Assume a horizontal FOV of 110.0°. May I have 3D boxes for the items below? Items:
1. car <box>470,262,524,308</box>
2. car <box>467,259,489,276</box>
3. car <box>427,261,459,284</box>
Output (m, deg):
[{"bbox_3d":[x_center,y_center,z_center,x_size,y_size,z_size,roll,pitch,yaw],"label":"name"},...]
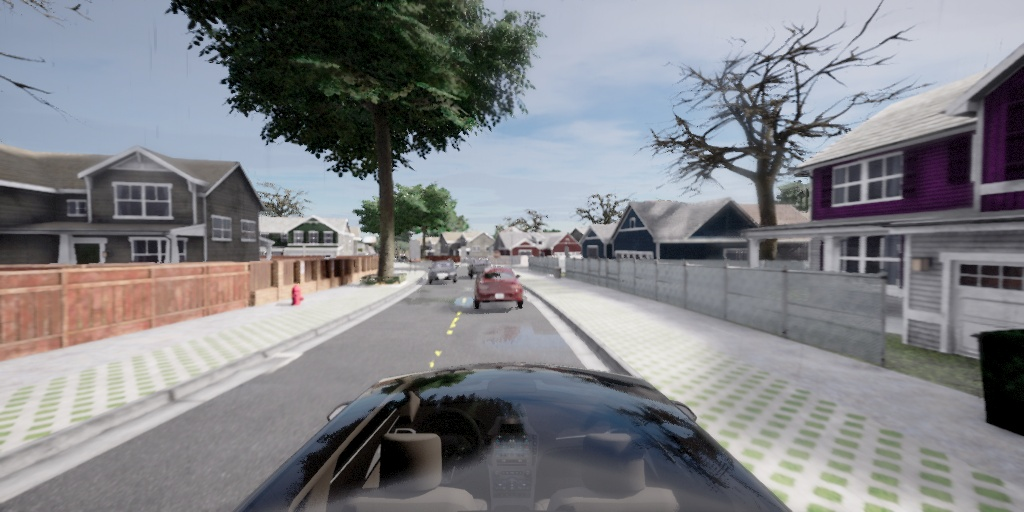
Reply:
[{"bbox_3d":[-0.592,1.175,14.504,1.812,1.442,4.674,0,1,-4],"label":"car"},{"bbox_3d":[-2.790,1.030,30.780,2.128,1.511,4.902,0,0,-10],"label":"car"},{"bbox_3d":[-4.756,1.082,24.950,2.128,1.511,4.902,0,0,-9],"label":"car"}]
